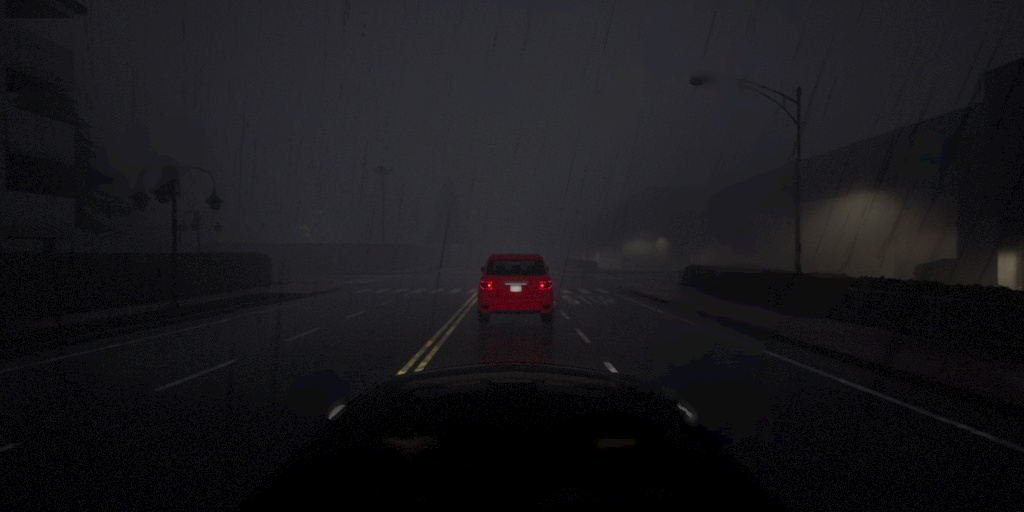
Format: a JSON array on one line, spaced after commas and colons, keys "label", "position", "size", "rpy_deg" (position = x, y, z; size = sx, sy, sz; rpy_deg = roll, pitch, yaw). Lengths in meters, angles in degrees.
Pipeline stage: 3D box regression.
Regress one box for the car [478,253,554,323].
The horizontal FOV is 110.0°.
[{"label": "car", "position": [0.101, 0.939, 12.067], "size": [2.150, 2.045, 5.566], "rpy_deg": [0, 0, 0]}]
